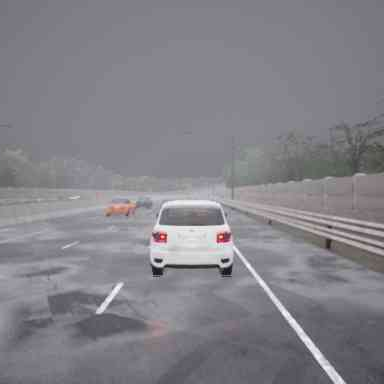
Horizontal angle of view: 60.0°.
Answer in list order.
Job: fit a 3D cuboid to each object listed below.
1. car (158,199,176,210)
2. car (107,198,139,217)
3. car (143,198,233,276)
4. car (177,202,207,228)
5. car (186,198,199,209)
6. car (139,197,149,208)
[{"bbox_3d":[-3.412,1.692,46.207,2.033,1.411,5.357,0,0,1],"label":"car"},{"bbox_3d":[-6.915,1.461,33.035,2.097,1.767,4.553,0,0,1],"label":"car"},{"bbox_3d":[-0.004,1.256,10.576,2.150,2.045,5.566,0,0,0],"label":"car"},{"bbox_3d":[-0.009,1.554,23.865,1.882,1.535,5.008,0,0,0],"label":"car"},{"bbox_3d":[0.078,1.654,48.344,1.837,1.490,4.892,0,0,0],"label":"car"},{"bbox_3d":[-6.915,1.501,48.286,2.097,1.767,4.553,0,0,0],"label":"car"}]
